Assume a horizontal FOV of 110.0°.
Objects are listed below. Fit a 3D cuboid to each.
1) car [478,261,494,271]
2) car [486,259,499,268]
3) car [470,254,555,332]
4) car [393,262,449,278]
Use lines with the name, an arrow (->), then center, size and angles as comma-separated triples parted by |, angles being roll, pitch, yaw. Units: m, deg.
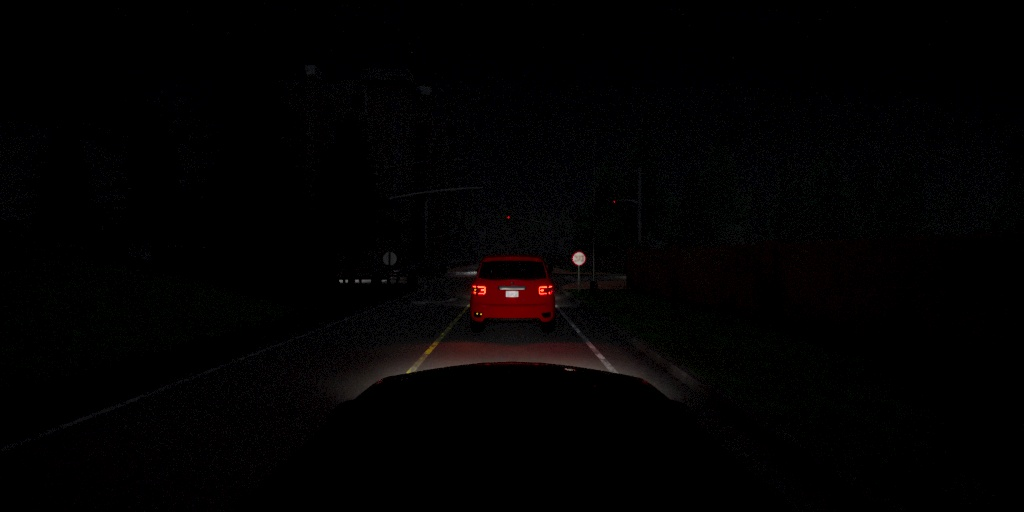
car -> -3.547, 1.350, 50.128 | 1.895, 1.301, 4.718 | 0, 0, 0
car -> -3.484, 1.296, 65.138 | 2.033, 1.411, 5.357 | 0, 0, 1
car -> 0.052, 0.971, 10.958 | 2.150, 2.045, 5.566 | 0, 0, 1
car -> -8.205, 1.249, 32.408 | 4.902, 1.511, 2.128 | 0, 1, -20
